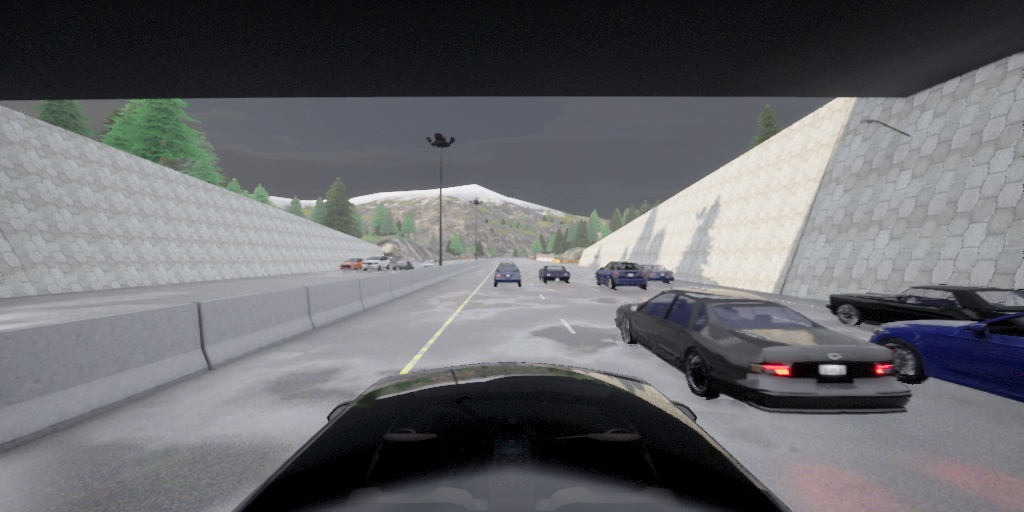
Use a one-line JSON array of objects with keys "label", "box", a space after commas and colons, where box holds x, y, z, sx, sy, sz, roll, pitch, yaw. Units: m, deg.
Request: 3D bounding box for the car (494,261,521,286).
[{"label": "car", "box": [-0.311, 1.309, 25.322, 2.033, 1.411, 5.357, 0, 0, -1]}]

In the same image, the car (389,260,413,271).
[{"label": "car", "box": [-14.823, 1.292, 48.917, 1.812, 1.442, 4.674, 0, 0, 0]}]

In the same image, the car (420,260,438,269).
[{"label": "car", "box": [-11.328, 1.294, 49.238, 1.812, 1.442, 4.674, 0, 0, 0]}]

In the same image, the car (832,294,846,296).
[{"label": "car", "box": [10.461, 1.359, 8.684, 1.895, 1.301, 4.718, 0, 0, -1]}]

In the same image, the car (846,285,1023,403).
[{"label": "car", "box": [7.034, 1.280, 4.166, 1.812, 1.442, 4.674, 0, 0, -1]}]

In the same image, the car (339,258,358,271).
[{"label": "car", "box": [-21.828, 1.115, 49.341, 2.097, 1.767, 4.553, 0, 0, 0]}]

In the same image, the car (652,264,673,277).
[{"label": "car", "box": [10.166, 1.315, 26.841, 2.033, 1.411, 5.357, 0, 0, -1]}]

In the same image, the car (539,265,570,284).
[{"label": "car", "box": [3.153, 1.366, 27.569, 1.895, 1.301, 4.718, 0, 0, -1]}]

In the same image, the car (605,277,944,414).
[{"label": "car", "box": [3.488, 1.302, 6.454, 2.033, 1.411, 5.357, 0, 0, -1]}]

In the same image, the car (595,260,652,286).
[{"label": "car", "box": [6.735, 1.117, 22.580, 2.097, 1.767, 4.553, 0, 0, -1]}]

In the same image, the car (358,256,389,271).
[{"label": "car", "box": [-18.322, 0.988, 48.677, 2.150, 2.045, 5.566, 0, 0, 0]}]
